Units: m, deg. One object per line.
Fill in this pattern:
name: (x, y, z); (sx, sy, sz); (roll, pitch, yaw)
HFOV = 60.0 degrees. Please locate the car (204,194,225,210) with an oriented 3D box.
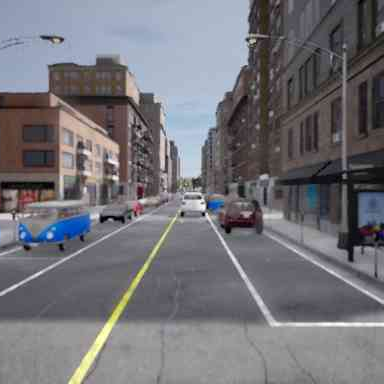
car: (2.671, 1.159, 40.495); (2.192, 1.841, 5.009); (0, 0, 0)

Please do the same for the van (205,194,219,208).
van: (2.664, 1.162, 45.901); (1.690, 1.788, 3.998); (0, 0, 0)

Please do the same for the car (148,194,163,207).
car: (-5.416, 1.324, 45.728); (1.752, 1.417, 4.829); (0, 0, 0)

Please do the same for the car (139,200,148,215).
car: (-5.413, 1.410, 29.678); (1.887, 1.381, 4.507); (0, 0, 0)

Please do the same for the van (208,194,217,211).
van: (2.678, 1.208, 35.088); (1.690, 1.788, 3.998); (0, 0, 0)

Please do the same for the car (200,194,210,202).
car: (2.634, 1.171, 67.526); (1.967, 1.590, 4.097); (0, 0, 0)

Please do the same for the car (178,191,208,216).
car: (0.092, 1.100, 30.559); (2.150, 2.045, 5.566); (0, 0, 0)

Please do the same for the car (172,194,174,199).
car: (-5.421, 1.266, 72.928); (1.802, 1.307, 4.206); (0, 0, 0)

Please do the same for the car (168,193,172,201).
car: (-5.418, 1.044, 62.114); (2.192, 1.841, 5.009); (0, 0, 0)

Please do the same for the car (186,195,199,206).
car: (0.070, 1.264, 52.346); (1.882, 1.535, 5.008); (0, 0, 0)

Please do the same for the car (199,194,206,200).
car: (2.612, 1.188, 83.915); (1.752, 1.417, 4.829); (0, 0, 0)

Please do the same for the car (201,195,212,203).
car: (2.641, 1.278, 62.290); (1.752, 1.417, 4.829); (0, 0, 0)

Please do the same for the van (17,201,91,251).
van: (-5.410, 1.274, 13.459); (1.690, 1.788, 3.998); (0, 0, 0)

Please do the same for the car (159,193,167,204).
car: (-5.417, 1.326, 51.303); (2.008, 1.369, 4.403); (0, 0, 0)

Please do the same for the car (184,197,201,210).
car: (0.088, 1.378, 41.811); (2.033, 1.411, 5.357); (0, 0, 0)

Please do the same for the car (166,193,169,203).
car: (-5.418, 1.318, 56.709); (1.947, 1.339, 4.313); (0, 0, 0)

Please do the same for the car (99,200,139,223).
car: (-5.412, 1.454, 24.272); (1.947, 1.339, 4.313); (0, 0, 0)

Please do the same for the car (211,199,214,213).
car: (2.693, 1.462, 24.277); (2.008, 1.369, 4.403); (0, 0, 0)

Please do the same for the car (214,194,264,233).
car: (2.701, 1.249, 18.870); (2.192, 1.841, 5.009); (0, 0, 0)
